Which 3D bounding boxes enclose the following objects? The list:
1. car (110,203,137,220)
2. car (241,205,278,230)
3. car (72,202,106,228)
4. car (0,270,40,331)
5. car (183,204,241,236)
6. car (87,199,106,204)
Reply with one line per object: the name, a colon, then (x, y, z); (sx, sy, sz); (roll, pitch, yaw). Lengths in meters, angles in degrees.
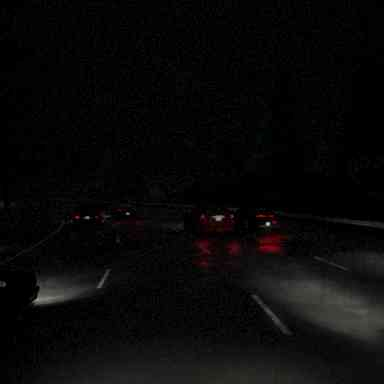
car: (-6.186, 1.673, 29.950); (1.812, 1.442, 4.674); (0, -1, -21)
car: (3.854, 1.607, 21.828); (1.837, 1.490, 4.892); (0, 0, -14)
car: (-7.343, 1.662, 23.197); (2.033, 1.411, 5.357); (0, 0, -18)
car: (-3.677, 1.568, 3.847); (2.033, 1.411, 5.357); (0, 0, -4)
car: (0.869, 1.444, 19.295); (2.097, 1.767, 4.553); (0, 0, -13)
car: (-12.447, 1.686, 42.272); (1.882, 1.535, 5.008); (0, 0, -32)
